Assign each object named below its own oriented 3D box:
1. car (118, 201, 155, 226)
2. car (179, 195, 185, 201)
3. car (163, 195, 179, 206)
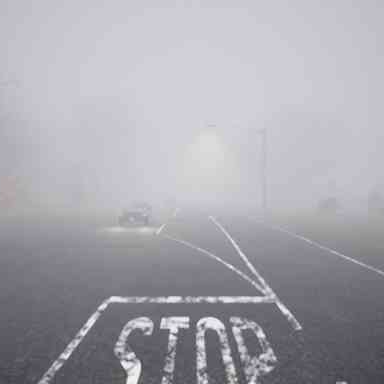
[{"bbox_3d":[-3.464,1.308,21.492,1.812,1.442,4.674,1,0,0],"label":"car"},{"bbox_3d":[-2.992,1.521,82.308,1.812,1.442,4.674,0,0,5],"label":"car"},{"bbox_3d":[-3.607,1.497,54.250,1.837,1.490,4.892,0,0,-1],"label":"car"}]
